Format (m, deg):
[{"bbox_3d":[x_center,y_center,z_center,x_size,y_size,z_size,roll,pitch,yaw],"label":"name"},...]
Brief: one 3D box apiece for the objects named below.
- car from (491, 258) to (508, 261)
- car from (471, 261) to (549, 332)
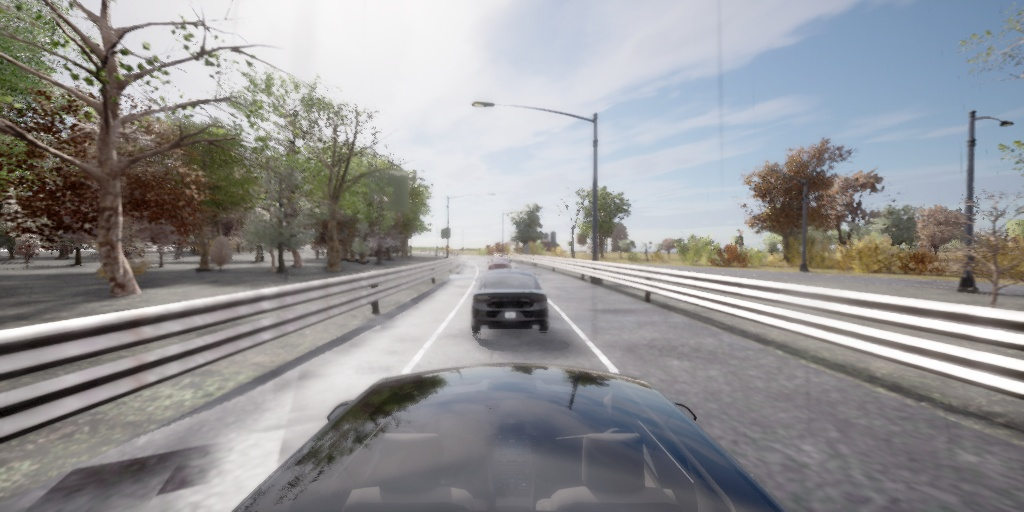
[{"bbox_3d":[-1.020,0.850,28.842,1.812,1.442,4.674,0,1,-4],"label":"car"},{"bbox_3d":[-0.081,1.095,10.357,1.882,1.535,5.008,0,1,-1],"label":"car"}]
